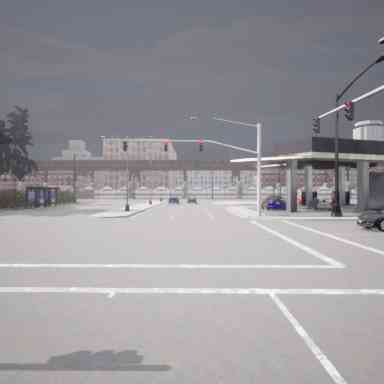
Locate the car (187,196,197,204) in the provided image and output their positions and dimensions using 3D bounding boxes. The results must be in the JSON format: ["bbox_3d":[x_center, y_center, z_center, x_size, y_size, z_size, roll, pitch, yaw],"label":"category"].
[{"bbox_3d":[0.010,1.547,64.423,2.033,1.411,5.357,0,0,0],"label":"car"}]

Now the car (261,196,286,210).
[{"bbox_3d":[9.716,1.295,39.746,2.242,1.667,4.611,0,0,0],"label":"car"}]

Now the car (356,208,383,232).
[{"bbox_3d":[12.294,1.505,19.583,4.892,1.490,1.837,0,0,-1],"label":"car"}]

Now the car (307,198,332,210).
[{"bbox_3d":[15.461,1.456,40.508,1.970,1.475,3.806,0,0,0],"label":"car"}]

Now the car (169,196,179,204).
[{"bbox_3d":[-3.490,1.478,64.424,1.882,1.535,5.008,0,0,0],"label":"car"}]
